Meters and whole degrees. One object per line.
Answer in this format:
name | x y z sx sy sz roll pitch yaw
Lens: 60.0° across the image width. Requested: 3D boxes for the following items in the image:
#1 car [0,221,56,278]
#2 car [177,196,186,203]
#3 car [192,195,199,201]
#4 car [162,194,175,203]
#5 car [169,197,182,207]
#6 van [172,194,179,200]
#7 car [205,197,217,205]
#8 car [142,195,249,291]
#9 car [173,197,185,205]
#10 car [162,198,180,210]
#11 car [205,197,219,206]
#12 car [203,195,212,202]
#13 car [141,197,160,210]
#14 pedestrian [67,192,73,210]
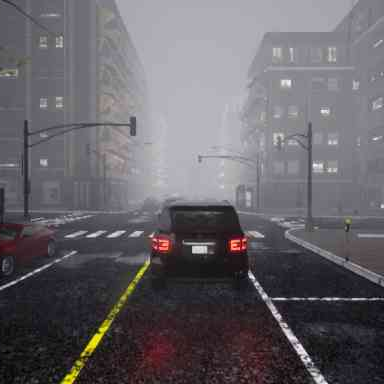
car | -5.598 1.581 10.107 1.802 1.307 4.206 0 0 1
car | -2.243 1.522 71.986 1.812 1.442 4.674 0 0 1
car | 0.875 1.478 82.783 1.882 1.535 5.008 0 0 1
car | -4.952 1.314 70.707 2.192 1.841 5.009 0 0 1
car | -2.551 1.524 51.846 1.812 1.442 4.674 0 0 1
van | -4.709 1.340 93.261 1.690 1.788 3.998 0 0 1
car | 3.309 1.544 59.335 1.887 1.381 4.507 0 0 1
car | 0.180 1.221 9.184 2.150 2.045 5.566 0 0 1
car | -2.415 1.563 61.681 1.994 1.385 4.181 0 0 1
car | -2.634 1.562 43.141 1.994 1.385 4.181 0 0 2
car | 3.249 1.549 53.697 2.008 1.369 4.403 0 0 1
car | 3.490 1.440 76.251 1.967 1.590 4.097 0 0 1
car | -5.252 1.438 42.516 1.967 1.590 4.097 0 0 1
pedestrian | -12.367 0.902 33.584 0.375 1.860 0.375 0 -1 0
